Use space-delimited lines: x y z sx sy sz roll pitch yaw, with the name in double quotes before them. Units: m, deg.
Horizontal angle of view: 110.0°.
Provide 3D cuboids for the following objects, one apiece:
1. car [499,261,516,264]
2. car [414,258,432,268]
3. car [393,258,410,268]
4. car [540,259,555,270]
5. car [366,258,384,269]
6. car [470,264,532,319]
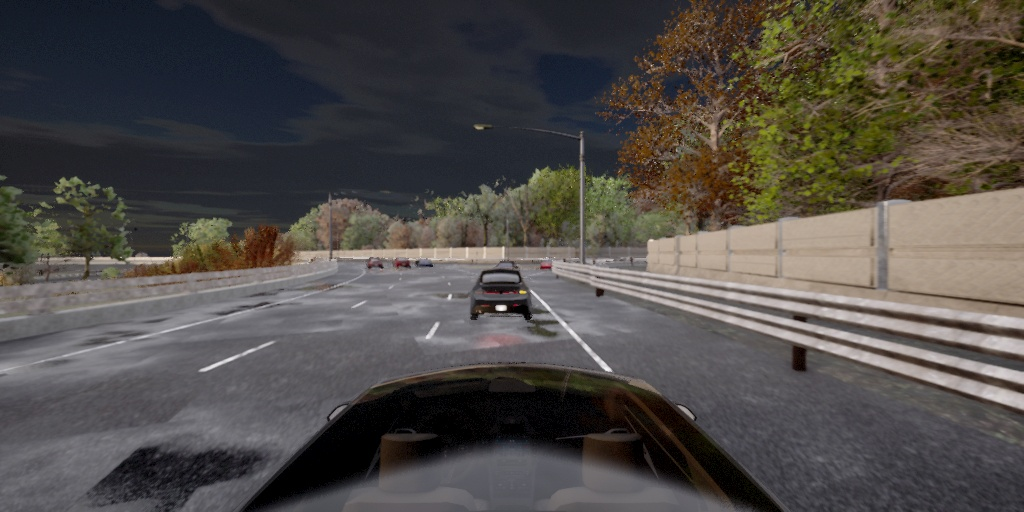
"car" -0.366 1.128 29.246 1.994 1.385 4.181 0 0 6
"car" -13.500 1.005 54.386 1.994 1.385 4.181 0 0 -27
"car" -15.919 0.948 51.459 1.882 1.535 5.008 0 0 -26
"car" 5.207 1.000 45.151 1.994 1.385 4.181 0 0 30
"car" -19.539 1.013 50.876 1.812 1.442 4.674 0 0 -27
"car" -0.394 1.184 12.413 1.837 1.490 4.892 0 0 -2
